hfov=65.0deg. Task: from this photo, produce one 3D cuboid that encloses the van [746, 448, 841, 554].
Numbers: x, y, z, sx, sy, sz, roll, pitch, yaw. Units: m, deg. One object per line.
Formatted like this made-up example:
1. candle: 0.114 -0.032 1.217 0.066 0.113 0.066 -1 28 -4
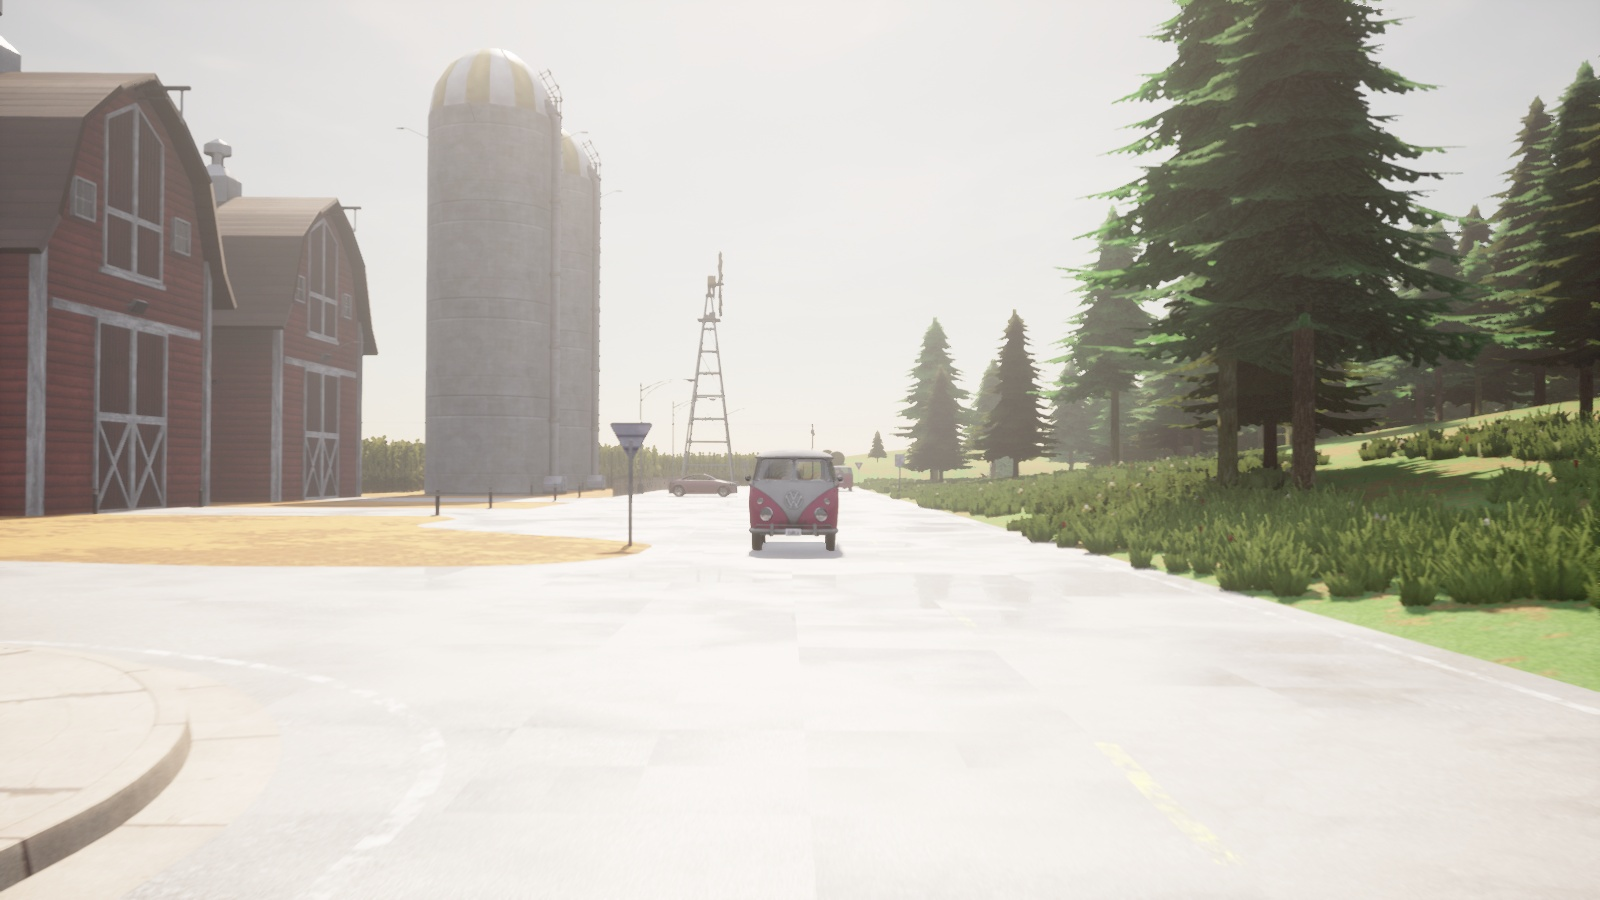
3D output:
1. van: -0.094 1.001 25.821 1.775 1.987 4.442 0 -1 1
